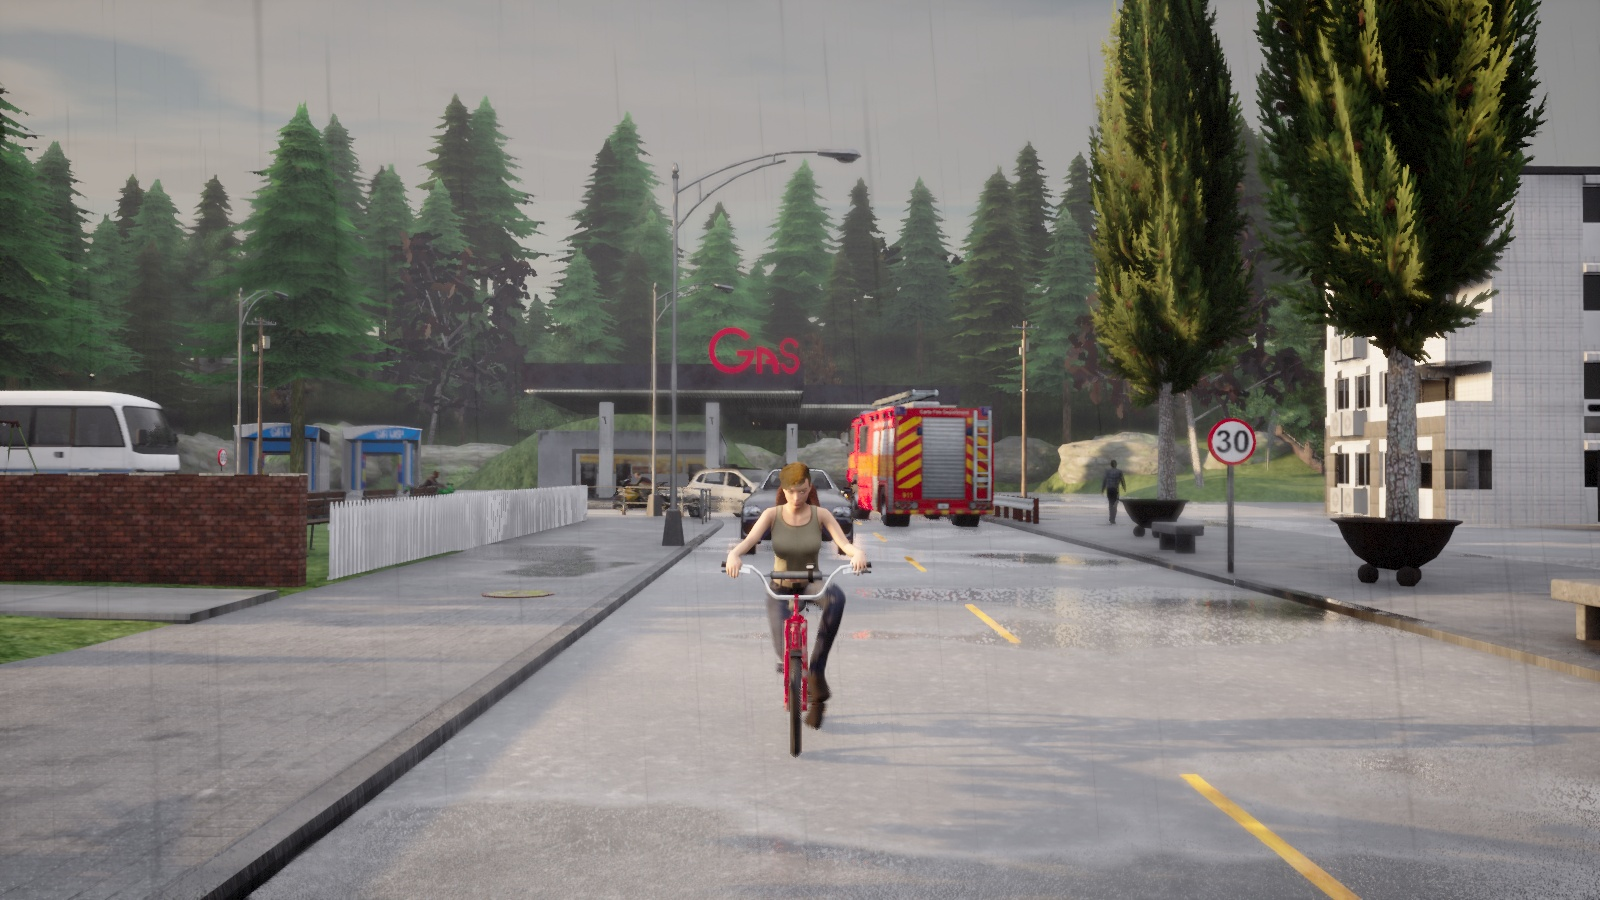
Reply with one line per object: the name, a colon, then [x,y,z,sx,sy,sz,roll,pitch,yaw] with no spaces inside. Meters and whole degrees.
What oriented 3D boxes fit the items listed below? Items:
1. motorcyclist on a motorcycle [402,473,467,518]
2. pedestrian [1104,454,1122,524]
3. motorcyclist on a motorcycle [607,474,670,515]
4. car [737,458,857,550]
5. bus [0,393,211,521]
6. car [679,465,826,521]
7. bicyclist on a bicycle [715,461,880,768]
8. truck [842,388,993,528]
motorcyclist on a motorcycle: [-12.785,1.585,44.012,2.044,1.523,0.797,0,-1,0]
pedestrian: [8.830,1.082,35.409,0.423,1.949,0.788,-1,-1,19]
motorcyclist on a motorcycle: [-6.144,1.675,47.756,2.191,1.530,0.866,0,0,13]
car: [-0.040,1.013,25.035,2.152,1.651,5.027,0,-1,0]
bus: [-26.681,0.281,43.977,10.273,4.253,3.944,0,-1,0]
car: [-1.573,1.341,40.276,2.242,1.667,4.611,1,-2,-43]
bicyclist on a bicycle: [-0.015,0.875,7.367,0.866,1.612,1.509,0,-1,0]
truck: [3.401,0.288,38.867,2.891,3.827,8.468,0,-1,-7]
